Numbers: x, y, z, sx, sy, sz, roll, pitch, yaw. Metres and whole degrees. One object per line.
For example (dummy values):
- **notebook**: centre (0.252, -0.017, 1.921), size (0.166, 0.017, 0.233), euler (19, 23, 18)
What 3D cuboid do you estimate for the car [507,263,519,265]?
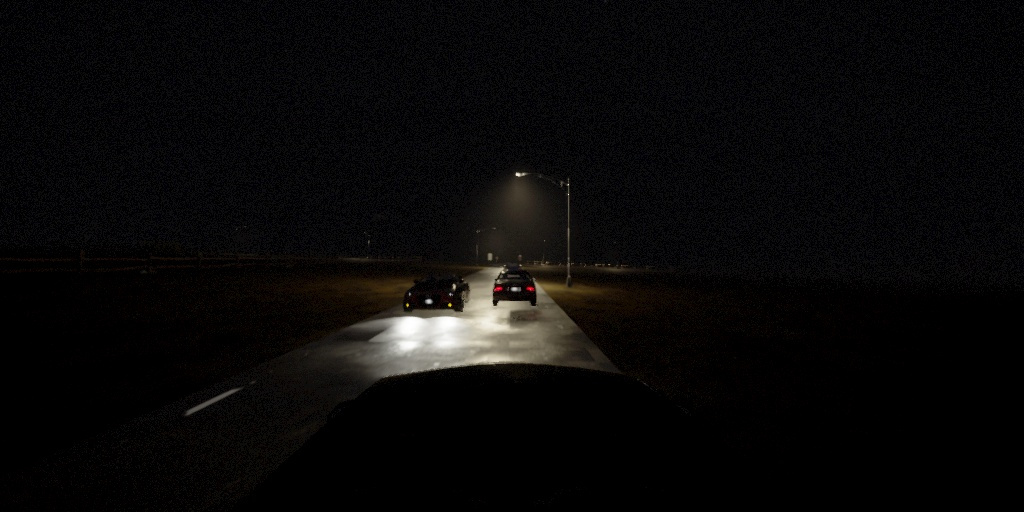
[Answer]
- **car**: centre (0.087, 1.410, 38.028), size (1.994, 1.385, 4.181), euler (0, 0, 0)

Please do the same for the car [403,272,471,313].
- **car**: centre (-2.764, 1.328, 13.935), size (1.994, 1.385, 4.181), euler (0, 0, 0)

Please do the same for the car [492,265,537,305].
- **car**: centre (0.095, 1.314, 16.045), size (2.033, 1.411, 5.357), euler (0, 0, 0)
